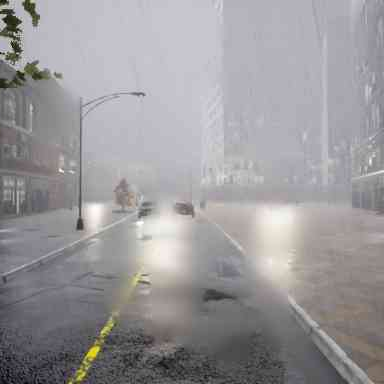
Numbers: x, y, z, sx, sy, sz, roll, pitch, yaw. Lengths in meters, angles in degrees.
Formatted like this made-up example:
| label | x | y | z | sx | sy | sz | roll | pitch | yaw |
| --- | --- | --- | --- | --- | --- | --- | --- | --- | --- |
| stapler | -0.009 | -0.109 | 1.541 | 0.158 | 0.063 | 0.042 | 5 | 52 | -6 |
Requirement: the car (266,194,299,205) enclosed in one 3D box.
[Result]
| label | x | y | z | sx | sy | sz | roll | pitch | yaw |
| --- | --- | --- | --- | --- | --- | --- | --- | --- | --- |
| car | 13.946 | 1.201 | 51.509 | 5.009 | 1.841 | 2.192 | 0 | -1 | 15 |

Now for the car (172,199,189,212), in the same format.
| label | x | y | z | sx | sy | sz | roll | pitch | yaw |
| --- | --- | --- | --- | --- | --- | --- | --- | --- | --- |
| car | -1.499 | 1.607 | 40.650 | 1.895 | 1.301 | 4.718 | 0 | 0 | -4 |

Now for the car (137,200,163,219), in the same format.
| label | x | y | z | sx | sy | sz | roll | pitch | yaw |
| --- | --- | --- | --- | --- | --- | --- | --- | --- | --- |
| car | -3.661 | 1.507 | 29.237 | 1.837 | 1.490 | 4.892 | 0 | 0 | -3 |

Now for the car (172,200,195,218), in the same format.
| label | x | y | z | sx | sy | sz | roll | pitch | yaw |
| --- | --- | --- | --- | --- | --- | --- | --- | --- | --- |
| car | -0.817 | 1.483 | 30.774 | 1.882 | 1.535 | 5.008 | 0 | 0 | -3 |
